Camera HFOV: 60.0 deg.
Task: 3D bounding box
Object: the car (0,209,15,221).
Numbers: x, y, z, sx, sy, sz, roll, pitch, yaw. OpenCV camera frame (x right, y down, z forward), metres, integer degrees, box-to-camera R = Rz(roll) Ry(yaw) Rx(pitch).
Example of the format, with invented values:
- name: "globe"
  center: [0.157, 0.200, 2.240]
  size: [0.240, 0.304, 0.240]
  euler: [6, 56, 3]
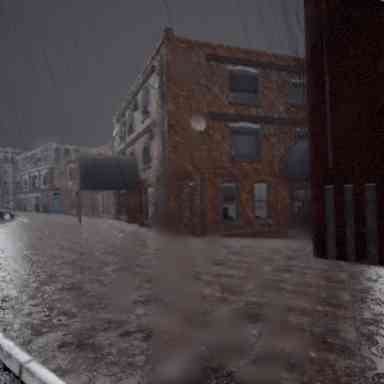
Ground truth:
- name: "car"
  center: [-17.828, 1.811, 28.587]
  size: [2.231, 1.521, 4.892]
  euler: [-1, -1, 28]
